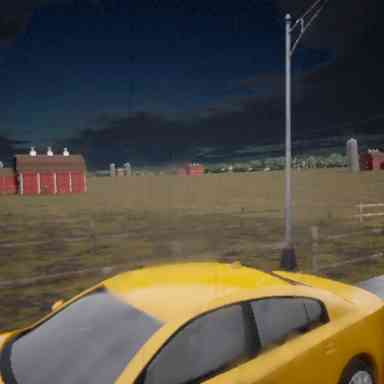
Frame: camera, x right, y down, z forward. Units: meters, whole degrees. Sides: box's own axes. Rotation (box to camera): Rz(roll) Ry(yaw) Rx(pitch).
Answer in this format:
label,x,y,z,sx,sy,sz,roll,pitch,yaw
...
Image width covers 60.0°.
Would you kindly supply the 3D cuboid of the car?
label,x,y,z,sx,sy,sz,roll,pitch,yaw
car,-0.217,1.475,2.915,5.008,1.535,1.882,0,0,-35
